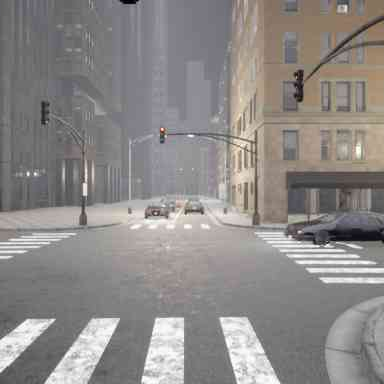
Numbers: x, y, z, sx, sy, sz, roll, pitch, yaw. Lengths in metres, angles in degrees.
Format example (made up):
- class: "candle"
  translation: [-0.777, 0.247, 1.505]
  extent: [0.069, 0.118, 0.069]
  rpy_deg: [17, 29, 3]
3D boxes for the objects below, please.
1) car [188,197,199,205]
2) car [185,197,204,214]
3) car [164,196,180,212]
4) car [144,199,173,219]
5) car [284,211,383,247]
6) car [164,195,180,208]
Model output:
- class: "car"
  translation: [0.326, 1.575, 60.516]
  extent: [1.994, 1.385, 4.181]
  rpy_deg: [0, 0, 0]
- class: "car"
  translation: [0.233, 1.580, 35.695]
  extent: [1.994, 1.385, 4.181]
  rpy_deg: [0, 0, 0]
- class: "car"
  translation: [-2.940, 1.509, 39.281]
  extent: [2.128, 1.511, 4.902]
  rpy_deg: [0, 0, 0]
- class: "car"
  translation: [-2.984, 1.576, 29.426]
  extent: [1.994, 1.385, 4.181]
  rpy_deg: [0, 0, 0]
- class: "car"
  translation: [6.930, 1.551, 14.672]
  extent: [5.357, 1.411, 2.033]
  rpy_deg: [0, 0, -4]
- class: "car"
  translation: [-2.896, 1.373, 49.179]
  extent: [2.097, 1.767, 4.553]
  rpy_deg: [0, 0, 0]
